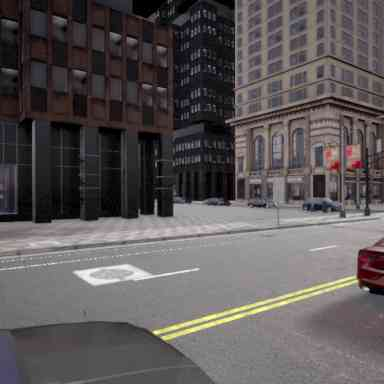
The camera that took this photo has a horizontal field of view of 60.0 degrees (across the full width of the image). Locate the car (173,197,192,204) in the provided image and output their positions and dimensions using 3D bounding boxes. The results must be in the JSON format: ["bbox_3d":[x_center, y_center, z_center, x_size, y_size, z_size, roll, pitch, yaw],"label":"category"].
[{"bbox_3d":[-2.118,1.608,62.157,2.033,1.411,5.357,0,0,-35],"label":"car"}]

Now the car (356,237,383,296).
[{"bbox_3d":[5.708,1.477,7.516,5.008,1.535,1.882,0,0,-36],"label":"car"}]

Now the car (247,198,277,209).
[{"bbox_3d":[9.688,1.525,45.386,2.128,1.511,4.902,0,0,-35],"label":"car"}]

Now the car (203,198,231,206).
[{"bbox_3d":[3.995,1.593,53.451,2.033,1.411,5.357,0,0,-35],"label":"car"}]

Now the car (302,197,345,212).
[{"bbox_3d":[14.966,1.376,37.922,2.097,1.767,4.553,0,0,-35],"label":"car"}]

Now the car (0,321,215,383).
[{"bbox_3d":[-2.306,1.548,1.799,5.357,1.411,2.033,0,0,-35],"label":"car"}]
